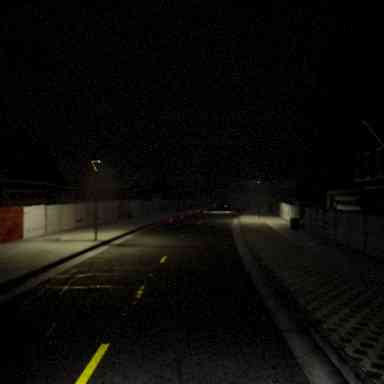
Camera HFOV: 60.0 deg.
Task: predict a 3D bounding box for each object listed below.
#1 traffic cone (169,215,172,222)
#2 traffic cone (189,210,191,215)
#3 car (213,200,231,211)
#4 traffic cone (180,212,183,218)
[{"bbox_3d":[-1.820,2.278,28.454,0.340,0.580,0.340,0,-1,8],"label":"traffic cone"},{"bbox_3d":[-0.183,2.401,38.437,0.340,0.580,0.340,0,-1,11],"label":"traffic cone"},{"bbox_3d":[4.570,1.941,49.633,2.097,1.767,4.553,0,-1,15],"label":"car"},{"bbox_3d":[-1.061,2.339,33.456,0.340,0.580,0.340,0,-1,9],"label":"traffic cone"}]
